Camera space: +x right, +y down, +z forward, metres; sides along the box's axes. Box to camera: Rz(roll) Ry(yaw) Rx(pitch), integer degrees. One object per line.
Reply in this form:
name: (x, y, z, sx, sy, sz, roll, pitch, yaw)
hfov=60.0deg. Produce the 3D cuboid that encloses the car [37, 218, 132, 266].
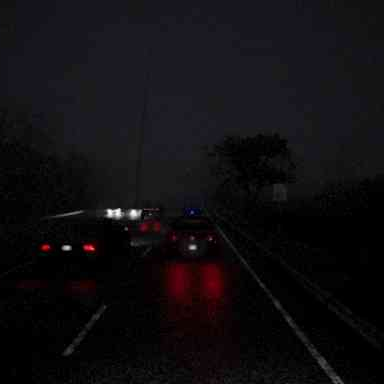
car: (-3.471, 1.624, 11.778, 2.033, 1.411, 5.357, 0, 0, 0)

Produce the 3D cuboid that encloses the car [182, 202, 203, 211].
car: (0.028, 1.684, 31.846, 1.882, 1.535, 5.008, 0, 0, 0)

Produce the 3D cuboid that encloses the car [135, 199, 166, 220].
car: (-3.477, 1.689, 30.425, 2.128, 1.511, 4.902, 0, 0, 0)

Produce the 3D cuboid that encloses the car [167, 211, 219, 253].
car: (0.043, 1.693, 14.063, 1.895, 1.301, 4.718, 0, 0, 0)

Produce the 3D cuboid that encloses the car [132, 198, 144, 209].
car: (-7.166, 1.586, 46.380, 1.895, 1.301, 4.718, 0, 2, 0)

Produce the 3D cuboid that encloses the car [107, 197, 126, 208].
car: (-10.663, 1.439, 47.212, 2.128, 1.511, 4.902, 0, 3, 0)
